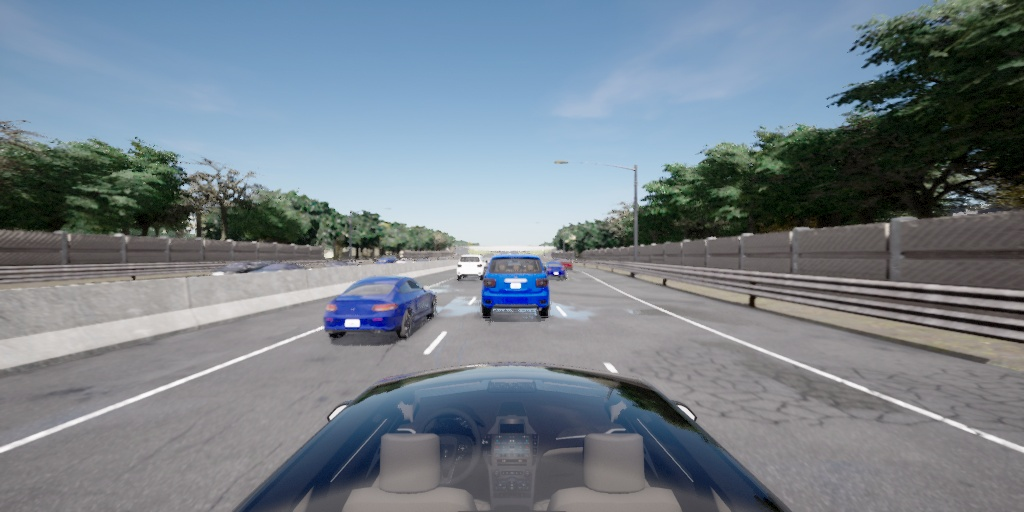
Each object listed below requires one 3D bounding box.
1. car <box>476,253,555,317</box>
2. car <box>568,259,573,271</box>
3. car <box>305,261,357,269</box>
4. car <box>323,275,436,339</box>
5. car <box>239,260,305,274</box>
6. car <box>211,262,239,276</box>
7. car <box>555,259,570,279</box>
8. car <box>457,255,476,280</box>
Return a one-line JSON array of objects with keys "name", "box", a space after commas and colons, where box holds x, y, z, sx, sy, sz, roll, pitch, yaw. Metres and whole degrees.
[{"name": "car", "box": [0.117, 0.951, 13.165, 2.150, 2.045, 5.566, 0, 0, 0]}, {"name": "car", "box": [7.161, 1.170, 49.057, 1.882, 1.535, 5.008, 0, 0, 2]}, {"name": "car", "box": [-14.014, 1.193, 28.918, 2.128, 1.511, 4.902, 0, 0, 0]}, {"name": "car", "box": [-3.390, 1.260, 9.927, 1.812, 1.442, 4.674, 0, 0, 0]}, {"name": "car", "box": [-17.527, 1.251, 27.259, 2.033, 1.411, 5.357, 0, 0, 0]}, {"name": "car", "box": [-21.018, 1.194, 28.138, 2.128, 1.511, 4.902, 0, 0, 0]}, {"name": "car", "box": [3.595, 1.226, 31.400, 1.812, 1.442, 4.674, 0, 0, 0]}, {"name": "car", "box": [-3.309, 0.922, 30.608, 2.150, 2.045, 5.566, 0, 0, 0]}]
